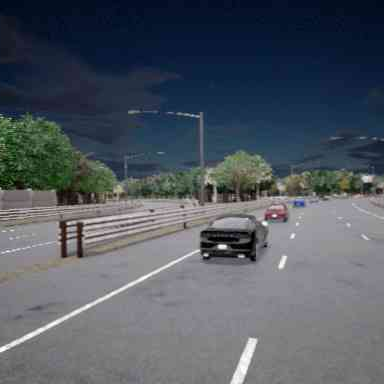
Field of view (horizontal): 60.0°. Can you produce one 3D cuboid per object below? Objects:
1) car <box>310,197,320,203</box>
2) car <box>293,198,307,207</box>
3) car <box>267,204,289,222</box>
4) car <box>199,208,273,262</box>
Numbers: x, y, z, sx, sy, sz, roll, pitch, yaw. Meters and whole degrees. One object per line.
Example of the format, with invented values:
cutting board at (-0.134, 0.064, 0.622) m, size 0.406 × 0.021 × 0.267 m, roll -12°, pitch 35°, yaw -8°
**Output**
car at (30.667, 2.025, 82.950) m, size 2.033 × 1.411 × 5.357 m, roll -1°, pitch -1°, yaw 27°
car at (18.891, 1.863, 58.166) m, size 1.882 × 1.535 × 5.008 m, roll -1°, pitch -1°, yaw 24°
car at (7.397, 1.746, 28.888) m, size 1.812 × 1.442 × 4.674 m, roll -1°, pitch -1°, yaw 19°
car at (1.779, 1.601, 12.878) m, size 1.882 × 1.535 × 5.008 m, roll -1°, pitch -1°, yaw 19°
